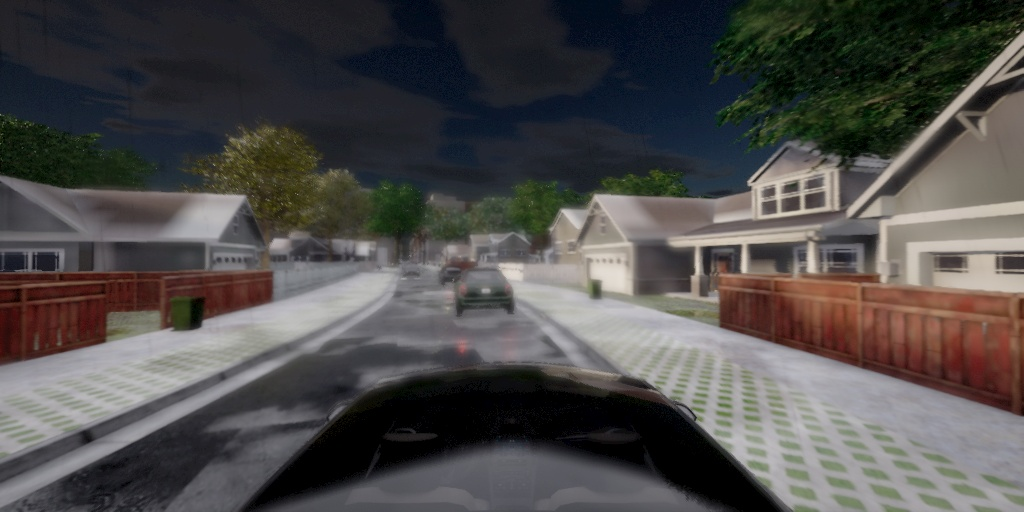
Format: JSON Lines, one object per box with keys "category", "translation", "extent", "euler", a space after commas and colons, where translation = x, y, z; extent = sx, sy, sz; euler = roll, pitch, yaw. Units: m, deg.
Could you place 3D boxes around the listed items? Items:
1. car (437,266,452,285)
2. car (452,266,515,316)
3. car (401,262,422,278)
{"category": "car", "translation": [-4.966, 1.552, 29.250], "extent": [1.837, 1.490, 4.892], "euler": [0, 0, -16]}
{"category": "car", "translation": [-1.234, 1.234, 14.379], "extent": [2.097, 1.767, 4.553], "euler": [0, -1, -9]}
{"category": "car", "translation": [-11.628, 1.705, 41.595], "extent": [1.837, 1.490, 4.892], "euler": [0, -1, -16]}
